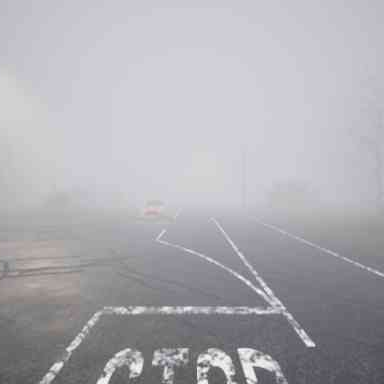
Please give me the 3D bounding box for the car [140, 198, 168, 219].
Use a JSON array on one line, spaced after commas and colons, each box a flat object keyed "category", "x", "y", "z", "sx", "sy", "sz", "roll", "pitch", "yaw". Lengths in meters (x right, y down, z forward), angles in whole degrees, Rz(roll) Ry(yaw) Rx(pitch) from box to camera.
[{"category": "car", "x": -3.368, "y": 1.484, "z": 30.072, "sx": 2.097, "sy": 1.767, "sz": 4.553, "roll": 0, "pitch": 0, "yaw": 0}]
